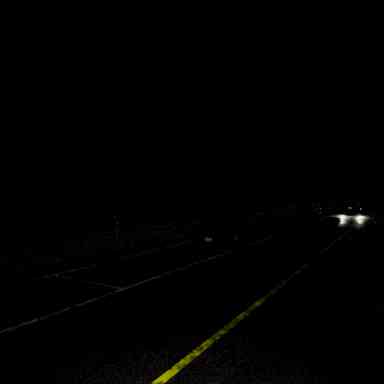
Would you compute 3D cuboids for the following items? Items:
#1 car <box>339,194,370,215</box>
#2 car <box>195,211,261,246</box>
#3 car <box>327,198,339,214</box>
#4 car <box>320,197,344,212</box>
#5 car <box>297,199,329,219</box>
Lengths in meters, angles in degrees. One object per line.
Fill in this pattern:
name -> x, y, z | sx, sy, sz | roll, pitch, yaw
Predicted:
car -> 16.823, 1.226, 34.666 | 2.150, 2.045, 5.566 | 0, 0, 32
car -> 1.807, 1.566, 15.379 | 1.947, 1.339, 4.313 | 0, 0, 32
car -> 13.448, 1.567, 34.165 | 1.947, 1.339, 4.313 | 0, 0, 32
car -> 16.359, 1.442, 38.861 | 1.967, 1.590, 4.097 | 0, 0, 32
car -> 10.538, 1.583, 29.468 | 1.802, 1.307, 4.206 | 0, 0, 32
